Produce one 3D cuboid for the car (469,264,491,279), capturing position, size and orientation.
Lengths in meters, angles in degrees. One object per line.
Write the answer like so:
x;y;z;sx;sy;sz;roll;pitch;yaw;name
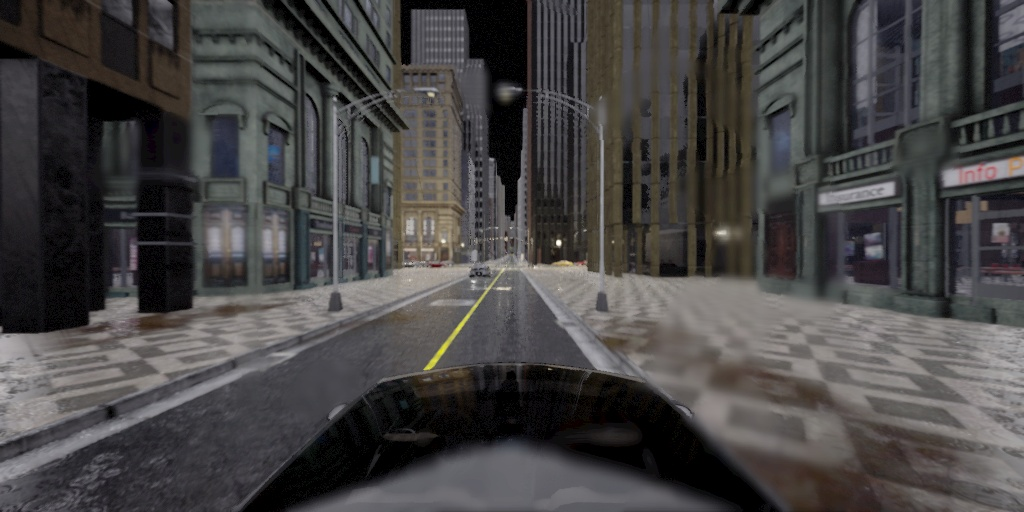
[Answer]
-3.105;1.514;35.564;1.994;1.385;4.181;0;0;0;car
